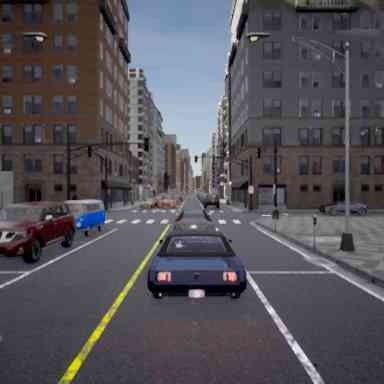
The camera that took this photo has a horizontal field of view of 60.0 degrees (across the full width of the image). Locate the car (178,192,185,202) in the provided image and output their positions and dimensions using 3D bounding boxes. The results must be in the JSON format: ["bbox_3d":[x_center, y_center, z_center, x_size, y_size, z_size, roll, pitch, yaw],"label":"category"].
[{"bbox_3d":[-3.066,1.029,69.161,2.150,2.045,5.566,0,0,0],"label":"car"}]

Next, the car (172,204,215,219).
[{"bbox_3d":[0.079,1.546,17.141,1.994,1.385,4.181,0,0,0],"label":"car"}]

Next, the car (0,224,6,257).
[{"bbox_3d":[-5.865,1.560,6.463,1.947,1.339,4.313,0,0,0],"label":"car"}]

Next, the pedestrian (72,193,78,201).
[{"bbox_3d":[-12.585,1.063,35.703,0.375,1.860,0.375,0,0,1],"label":"pedestrian"}]

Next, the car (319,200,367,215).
[{"bbox_3d":[14.615,1.493,32.283,4.181,1.385,1.994,0,0,1],"label":"car"}]

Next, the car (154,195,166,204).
[{"bbox_3d":[-5.915,1.362,61.555,1.752,1.417,4.829,0,0,0],"label":"car"}]

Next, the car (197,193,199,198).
[{"bbox_3d":[2.600,1.318,73.194,1.752,1.417,4.829,0,0,0],"label":"car"}]

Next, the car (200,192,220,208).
[{"bbox_3d":[2.627,1.212,44.740,2.192,1.841,5.009,0,0,0],"label":"car"}]

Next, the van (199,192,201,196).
[{"bbox_3d":[2.611,1.177,61.710,1.690,1.788,3.998,0,0,0],"label":"van"}]

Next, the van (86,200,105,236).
[{"bbox_3d":[-5.875,1.323,17.744,1.690,1.788,3.998,0,0,0],"label":"van"}]

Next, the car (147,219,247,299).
[{"bbox_3d":[0.091,1.593,8.381,1.895,1.301,4.718,0,0,0],"label":"car"}]

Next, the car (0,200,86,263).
[{"bbox_3d":[-5.870,1.304,12.103,2.192,1.841,5.009,0,0,0],"label":"car"}]

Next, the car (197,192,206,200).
[{"bbox_3d":[2.584,1.041,89.992,2.192,1.841,5.009,0,0,0],"label":"car"}]

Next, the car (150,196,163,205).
[{"bbox_3d":[-5.909,1.383,55.900,1.752,1.417,4.829,0,0,0],"label":"car"}]

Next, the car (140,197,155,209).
[{"bbox_3d":[-5.899,1.423,44.590,1.752,1.417,4.829,0,0,0],"label":"car"}]

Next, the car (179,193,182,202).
[{"bbox_3d":[-3.135,1.366,54.652,1.837,1.490,4.892,0,0,0],"label":"car"}]

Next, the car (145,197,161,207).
[{"bbox_3d":[-5.905,1.443,50.416,1.947,1.339,4.313,0,0,0],"label":"car"}]

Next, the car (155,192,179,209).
[{"bbox_3d":[-3.189,1.254,43.394,2.097,1.767,4.553,0,0,2],"label":"car"}]

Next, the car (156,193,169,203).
[{"bbox_3d":[-5.920,1.130,67.380,2.192,1.841,5.009,0,0,0],"label":"car"}]

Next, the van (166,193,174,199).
[{"bbox_3d":[-5.941,1.067,89.999,1.690,1.788,3.998,0,0,0],"label":"van"}]
